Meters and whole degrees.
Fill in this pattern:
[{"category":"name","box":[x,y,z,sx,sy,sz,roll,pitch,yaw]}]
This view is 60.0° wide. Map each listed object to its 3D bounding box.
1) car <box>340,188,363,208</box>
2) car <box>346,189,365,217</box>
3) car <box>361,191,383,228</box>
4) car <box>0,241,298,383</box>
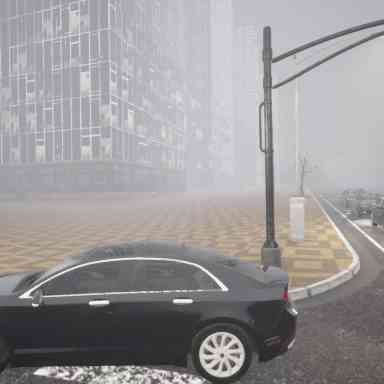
[{"category":"car","box":[13.125,0.454,26.732,2.128,1.511,4.902,-1,2,18]},{"category":"car","box":[11.122,0.759,20.671,1.994,1.385,4.181,-1,2,17]},{"category":"car","box":[9.065,0.928,14.380,2.128,1.511,4.902,-1,2,18]},{"category":"car","box":[-1.039,1.505,4.758,4.892,1.490,1.837,0,0,0]}]
